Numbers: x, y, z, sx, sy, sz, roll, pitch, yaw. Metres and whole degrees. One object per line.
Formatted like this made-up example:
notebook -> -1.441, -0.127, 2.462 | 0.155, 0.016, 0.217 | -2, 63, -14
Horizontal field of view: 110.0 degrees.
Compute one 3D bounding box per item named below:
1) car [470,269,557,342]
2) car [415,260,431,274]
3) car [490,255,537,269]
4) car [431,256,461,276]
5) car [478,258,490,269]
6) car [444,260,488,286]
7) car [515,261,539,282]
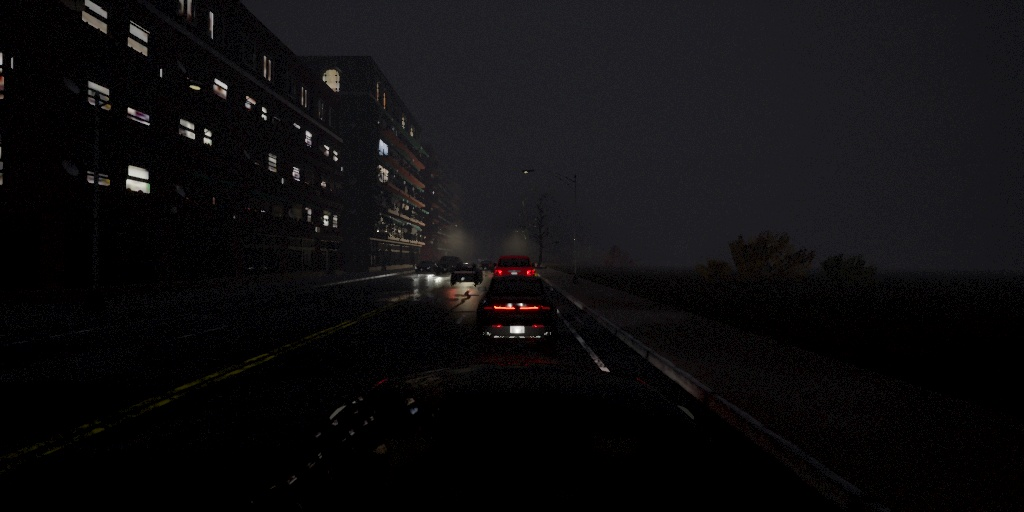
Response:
car -> 0.109, 1.256, 9.748 | 1.837, 1.490, 4.892 | 0, 0, 0
car -> -9.816, 1.258, 41.441 | 1.837, 1.490, 4.892 | 0, 0, 0
car -> 0.116, 0.974, 20.095 | 2.150, 2.045, 5.566 | 0, 0, 0
car -> -6.569, 0.975, 37.853 | 2.150, 2.045, 5.566 | 0, 0, 0
car -> -3.115, 1.280, 44.354 | 1.812, 1.442, 4.674 | 0, -1, 0
car -> -3.129, 1.245, 25.355 | 2.128, 1.511, 4.902 | 0, 0, 0
car -> 1.164, 1.209, 30.503 | 1.801, 1.575, 5.366 | 0, 0, 0
